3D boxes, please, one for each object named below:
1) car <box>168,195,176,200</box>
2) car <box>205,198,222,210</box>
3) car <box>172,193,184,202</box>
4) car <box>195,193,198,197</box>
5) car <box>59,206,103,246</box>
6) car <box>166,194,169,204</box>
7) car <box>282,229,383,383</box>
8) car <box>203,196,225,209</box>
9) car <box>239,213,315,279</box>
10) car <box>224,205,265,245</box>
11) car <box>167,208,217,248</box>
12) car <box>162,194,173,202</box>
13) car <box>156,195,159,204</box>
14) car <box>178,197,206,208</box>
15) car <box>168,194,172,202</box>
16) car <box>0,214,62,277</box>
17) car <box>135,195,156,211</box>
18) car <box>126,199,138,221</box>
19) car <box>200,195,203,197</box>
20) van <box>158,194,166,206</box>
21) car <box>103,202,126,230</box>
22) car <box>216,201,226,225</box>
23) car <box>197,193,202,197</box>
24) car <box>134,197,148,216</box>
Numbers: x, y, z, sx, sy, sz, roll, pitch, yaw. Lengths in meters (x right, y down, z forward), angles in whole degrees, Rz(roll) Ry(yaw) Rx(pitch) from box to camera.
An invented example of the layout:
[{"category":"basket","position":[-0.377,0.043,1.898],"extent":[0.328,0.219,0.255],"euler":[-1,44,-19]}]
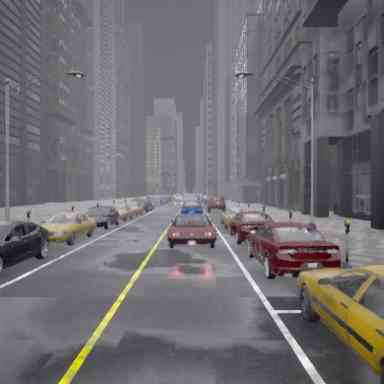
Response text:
[{"category":"car","position":[-5.765,1.631,94.450],"extent":[1.947,1.339,4.313],"euler":[0,0,0]},{"category":"car","position":[2.760,1.561,43.690],"extent":[2.008,1.369,4.403],"euler":[0,0,0]},{"category":"car","position":[-3.000,1.527,75.956],"extent":[1.812,1.442,4.674],"euler":[0,0,0]},{"category":"car","position":[2.352,1.580,85.559],"extent":[1.812,1.442,4.674],"euler":[0,0,0]},{"category":"car","position":[-5.765,1.524,15.309],"extent":[1.752,1.417,4.829],"euler":[0,0,0]},{"category":"car","position":[-5.765,1.576,60.605],"extent":[2.008,1.369,4.403],"euler":[0,0,0]},{"category":"car","position":[2.760,1.523,4.377],"extent":[1.752,1.417,4.829],"euler":[0,0,0]},{"category":"car","position":[2.759,1.322,38.050],"extent":[2.192,1.841,5.009],"euler":[0,0,0]},{"category":"car","position":[2.760,1.543,9.847],"extent":[1.887,1.381,4.507],"euler":[0,0,0]},{"category":"car","position":[2.760,1.543,15.488],"extent":[1.887,1.381,4.507],"euler":[0,0,0]},{"category":"car","position":[0.000,1.616,14.681],"extent":[1.895,1.301,4.718],"euler":[0,0,0]},{"category":"car","position":[-5.766,1.360,77.528],"extent":[2.192,1.841,5.009],"euler":[0,0,0]},{"category":"car","position":[-5.765,1.536,43.513],"extent":[1.752,1.417,4.829],"euler":[0,0,0]},{"category":"car","position":[0.000,1.489,29.651],"extent":[1.882,1.535,5.008],"euler":[0,0,0]},{"category":"car","position":[-5.766,1.346,66.246],"extent":[2.192,1.841,5.009],"euler":[0,0,0]},{"category":"car","position":[-5.765,1.564,9.839],"extent":[1.947,1.339,4.313],"euler":[0,0,0]},{"category":"car","position":[-5.766,1.322,38.043],"extent":[2.192,1.841,5.009],"euler":[0,0,0]},{"category":"car","position":[-5.765,1.527,26.591],"extent":[1.752,1.417,4.829],"euler":[0,0,0]},{"category":"car","position":[2.760,1.570,54.971],"extent":[2.008,1.369,4.403],"euler":[0,0,0]},{"category":"van","position":[-5.766,1.361,54.965],"extent":[1.690,1.788,3.998],"euler":[0,0,0]},{"category":"car","position":[-5.765,1.566,21.120],"extent":[1.947,1.339,4.313],"euler":[0,0,0]},{"category":"car","position":[2.760,1.526,21.298],"extent":[1.752,1.417,4.829],"euler":[0,0,0]},{"category":"car","position":[2.759,1.478,71.892],"extent":[1.967,1.590,4.097],"euler":[0,0,0]},{"category":"car","position":[-5.765,1.529,32.232],"extent":[1.752,1.417,4.829],"euler":[0,0,0]}]
